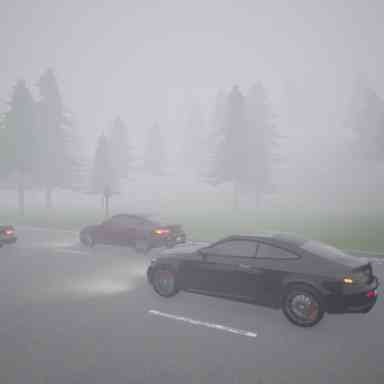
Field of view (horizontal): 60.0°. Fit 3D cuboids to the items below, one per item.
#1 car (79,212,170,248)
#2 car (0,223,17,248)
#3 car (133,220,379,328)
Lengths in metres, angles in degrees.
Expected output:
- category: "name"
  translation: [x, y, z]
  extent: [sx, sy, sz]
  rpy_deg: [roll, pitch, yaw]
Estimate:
- category: "car"
  translation: [-2.423, 1.525, 13.274]
  extent: [4.674, 1.442, 1.812]
  rpy_deg: [0, 0, 32]
- category: "car"
  translation: [-9.240, 1.547, 13.306]
  extent: [5.357, 1.411, 2.033]
  rpy_deg: [0, 0, 32]
- category: "car"
  translation: [1.202, 1.526, 6.924]
  extent: [4.674, 1.442, 1.812]
  rpy_deg: [0, 0, 33]
